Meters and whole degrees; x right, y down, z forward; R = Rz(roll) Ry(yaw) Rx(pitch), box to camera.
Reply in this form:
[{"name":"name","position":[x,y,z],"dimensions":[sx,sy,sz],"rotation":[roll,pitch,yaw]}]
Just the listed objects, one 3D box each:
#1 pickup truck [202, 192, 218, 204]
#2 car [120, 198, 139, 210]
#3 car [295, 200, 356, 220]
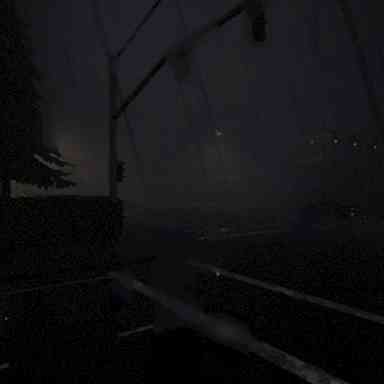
[{"name":"pickup truck","position":[3.386,0.972,59.726],"dimensions":[2.390,2.098,6.274],"rotation":[0,0,-6]},{"name":"car","position":[-8.364,1.485,41.545],"dimensions":[1.812,1.442,4.674],"rotation":[0,0,-36]},{"name":"car","position":[10.782,1.445,27.303],"dimensions":[1.837,1.490,4.892],"rotation":[0,0,-36]}]
